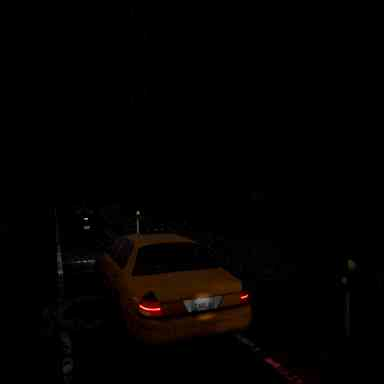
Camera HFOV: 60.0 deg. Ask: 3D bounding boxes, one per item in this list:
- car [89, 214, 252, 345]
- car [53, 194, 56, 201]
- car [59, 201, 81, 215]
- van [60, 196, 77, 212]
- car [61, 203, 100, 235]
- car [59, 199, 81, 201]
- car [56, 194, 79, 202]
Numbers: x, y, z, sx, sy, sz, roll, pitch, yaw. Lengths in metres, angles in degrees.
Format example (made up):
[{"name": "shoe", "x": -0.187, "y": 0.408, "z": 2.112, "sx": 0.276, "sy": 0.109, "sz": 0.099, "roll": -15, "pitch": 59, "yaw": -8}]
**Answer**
[{"name": "car", "x": -0.838, "y": 1.457, "z": 6.757, "sx": 1.801, "sy": 1.575, "sz": 5.366, "roll": 0, "pitch": 0, "yaw": -23}, {"name": "car", "x": -31.636, "y": 1.468, "z": 79.545, "sx": 1.967, "sy": 1.590, "sz": 4.097, "roll": 0, "pitch": 0, "yaw": -24}, {"name": "car", "x": -8.219, "y": 1.551, "z": 23.802, "sx": 2.008, "sy": 1.369, "sz": 4.403, "roll": 0, "pitch": 0, "yaw": -23}, {"name": "van", "x": -14.565, "y": 1.342, "z": 39.110, "sx": 1.690, "sy": 1.788, "sz": 3.998, "roll": 0, "pitch": 0, "yaw": -23}, {"name": "car", "x": -6.104, "y": 1.551, "z": 18.699, "sx": 2.008, "sy": 1.369, "sz": 4.403, "roll": 0, "pitch": 0, "yaw": -23}, {"name": "car", "x": -10.334, "y": 1.566, "z": 28.904, "sx": 1.947, "sy": 1.339, "sz": 4.313, "roll": 0, "pitch": 0, "yaw": -23}, {"name": "car", "x": -12.449, "y": 1.316, "z": 34.007, "sx": 2.192, "sy": 1.841, "sz": 5.009, "roll": 0, "pitch": 0, "yaw": -23}]
